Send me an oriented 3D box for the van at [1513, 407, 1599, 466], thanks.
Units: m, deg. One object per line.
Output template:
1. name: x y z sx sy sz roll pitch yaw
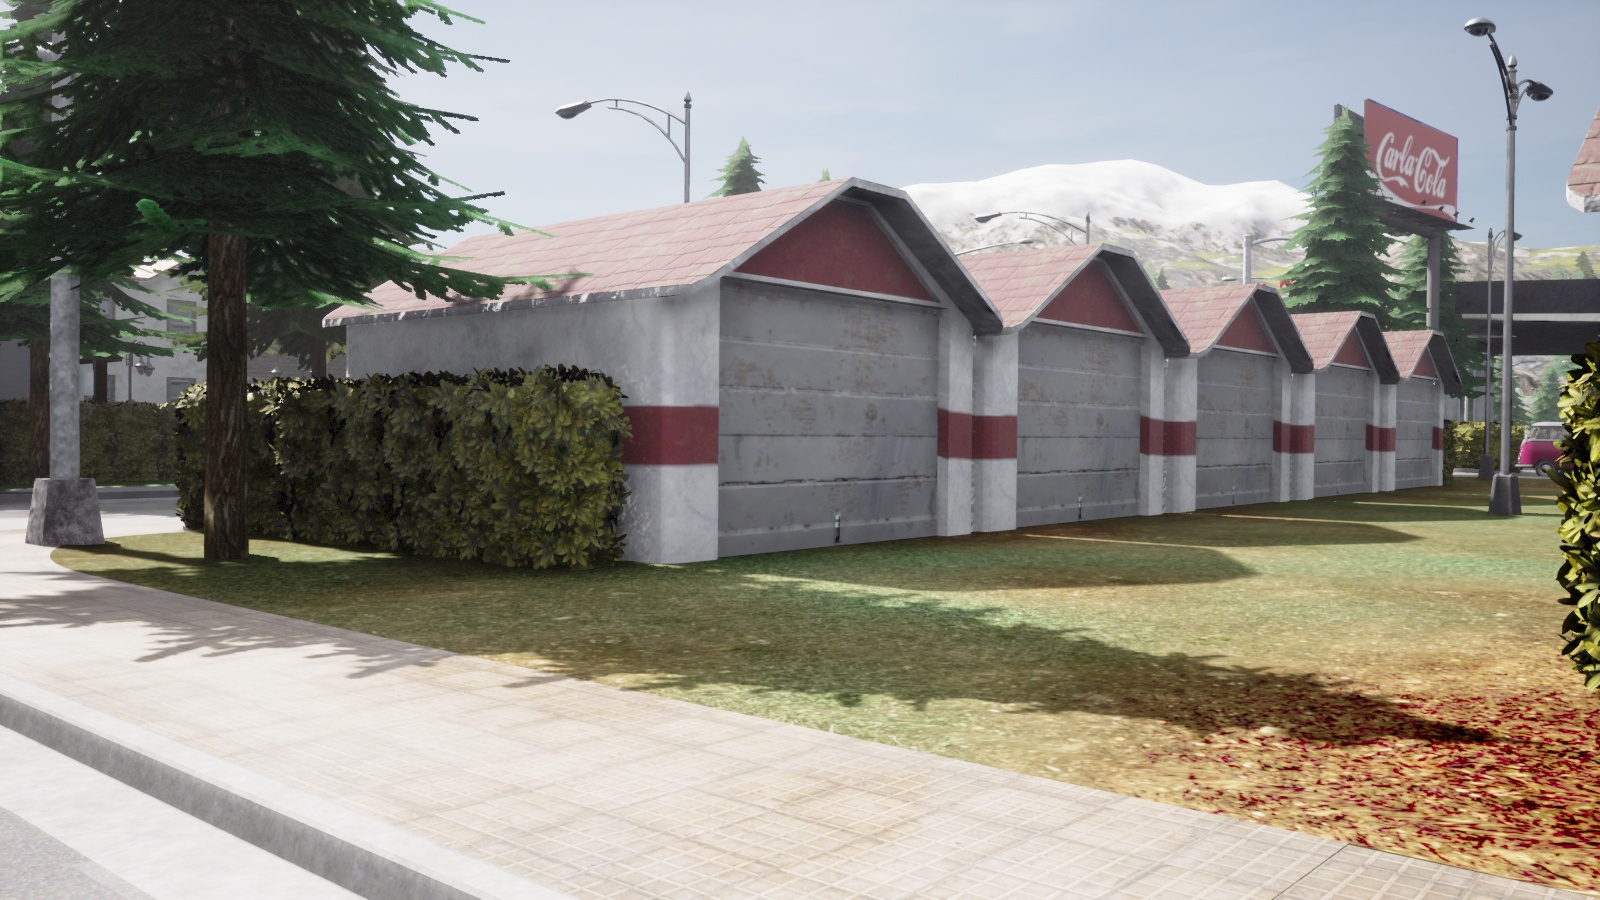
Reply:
1. van: 27.249 -0.453 43.202 4.442 1.987 1.775 1 1 40
